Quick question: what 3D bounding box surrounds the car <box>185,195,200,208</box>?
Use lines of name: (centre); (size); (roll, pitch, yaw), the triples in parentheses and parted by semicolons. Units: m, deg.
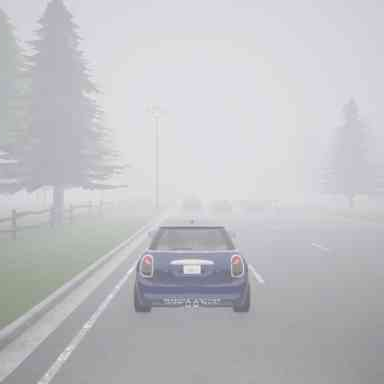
car: (0.014, 1.352, 48.883); (2.097, 1.767, 4.553); (0, 0, 0)

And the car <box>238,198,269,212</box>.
car: (7.011, 1.547, 38.491); (2.033, 1.411, 5.357); (0, 0, 0)

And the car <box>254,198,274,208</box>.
car: (10.514, 1.564, 48.910); (1.994, 1.385, 4.181); (0, 0, 0)

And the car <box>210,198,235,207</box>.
car: (3.511, 1.564, 38.908); (1.994, 1.385, 4.181); (0, 0, 0)

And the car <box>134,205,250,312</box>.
car: (0.002, 1.352, 7.842); (2.097, 1.767, 4.553); (0, 0, 0)

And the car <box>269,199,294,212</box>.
car: (10.511, 1.526, 38.906); (1.812, 1.442, 4.674); (0, 0, 0)

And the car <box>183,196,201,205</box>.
car: (0.011, 1.352, 38.879); (2.097, 1.767, 4.553); (0, 0, 0)

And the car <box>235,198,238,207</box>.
car: (7.014, 1.564, 48.911); (1.994, 1.385, 4.181); (0, 0, 0)
